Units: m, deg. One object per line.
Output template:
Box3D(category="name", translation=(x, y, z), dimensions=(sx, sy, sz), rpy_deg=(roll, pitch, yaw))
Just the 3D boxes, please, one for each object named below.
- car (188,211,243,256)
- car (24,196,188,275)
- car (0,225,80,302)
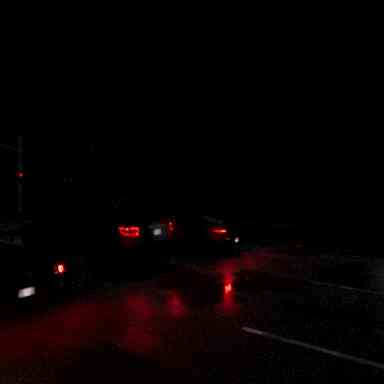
Box3D(category="car", translation=(-0.332, 1.443, 12.778), dimensions=(4.674, 1.442, 1.812), rpy_deg=(1, 0, 36))
Box3D(category="car", translation=(-3.095, 1.129, 10.459), dimensions=(5.566, 2.045, 2.150), rpy_deg=(1, 0, 36))
Box3D(category="car", translation=(-4.797, 1.513, 7.370), dimensions=(4.718, 1.301, 1.895), rpy_deg=(1, 0, 36))
